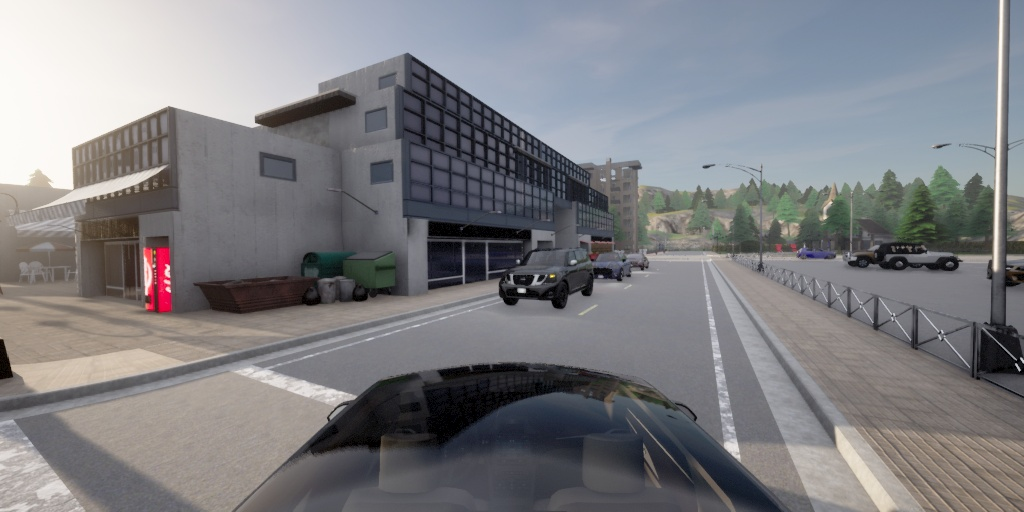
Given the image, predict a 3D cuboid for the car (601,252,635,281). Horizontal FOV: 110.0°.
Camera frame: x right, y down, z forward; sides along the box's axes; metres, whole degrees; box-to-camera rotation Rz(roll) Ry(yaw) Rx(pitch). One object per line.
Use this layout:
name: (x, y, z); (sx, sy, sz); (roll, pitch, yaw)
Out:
car: (6.159, 0.555, 22.657); (2.097, 1.767, 4.553); (0, 2, 28)

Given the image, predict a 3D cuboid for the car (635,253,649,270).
car: (10.918, 0.453, 31.715); (1.812, 1.442, 4.674); (0, 2, 28)

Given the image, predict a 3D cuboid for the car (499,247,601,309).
car: (1.588, 0.690, 13.947); (2.150, 2.045, 5.566); (0, 1, 28)
